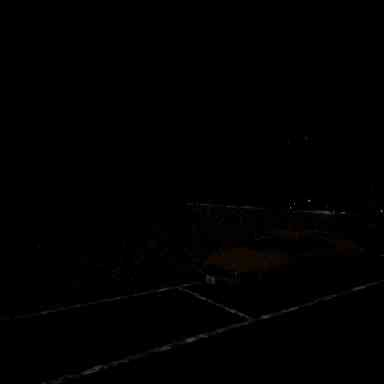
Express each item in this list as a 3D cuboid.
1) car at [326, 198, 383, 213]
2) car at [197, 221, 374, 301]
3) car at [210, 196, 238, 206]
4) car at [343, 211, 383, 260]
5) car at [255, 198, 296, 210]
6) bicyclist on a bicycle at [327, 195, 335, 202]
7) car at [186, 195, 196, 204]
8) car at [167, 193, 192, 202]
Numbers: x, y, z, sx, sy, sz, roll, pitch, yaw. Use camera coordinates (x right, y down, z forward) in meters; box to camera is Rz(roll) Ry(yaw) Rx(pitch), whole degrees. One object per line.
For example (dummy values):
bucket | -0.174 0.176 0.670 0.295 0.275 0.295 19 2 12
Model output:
car | 14.700 1.342 30.230 2.128 1.511 4.902 1 0 -34
car | 2.372 1.527 8.357 4.829 1.417 1.752 0 1 -35
car | 4.336 1.249 45.367 1.994 1.385 4.181 1 0 -34
car | 7.132 1.547 11.662 4.507 1.381 1.887 0 1 -35
car | 9.460 1.368 37.875 1.895 1.301 4.718 1 0 -34
bicyclist on a bicycle | 16.306 1.159 38.926 1.656 1.620 0.582 0 0 -34
car | -1.261 1.194 53.575 1.895 1.301 4.718 1 0 -34
car | -2.327 1.058 60.717 2.128 1.511 4.902 1 0 -34
